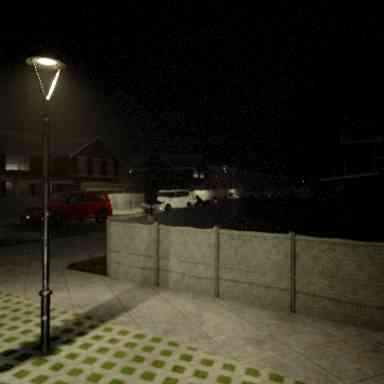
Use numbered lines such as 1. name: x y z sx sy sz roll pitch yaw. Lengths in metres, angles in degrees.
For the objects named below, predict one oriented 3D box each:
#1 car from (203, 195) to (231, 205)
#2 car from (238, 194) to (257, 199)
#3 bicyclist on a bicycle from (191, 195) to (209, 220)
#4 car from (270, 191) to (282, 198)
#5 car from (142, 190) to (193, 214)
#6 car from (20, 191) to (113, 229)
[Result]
1. car: 2.779 1.060 37.367 1.895 1.301 4.718 1 1 27
2. car: 6.717 0.953 38.646 1.837 1.490 4.892 1 1 26
3. bicyclist on a bicycle: 0.471 1.017 21.326 1.656 1.620 0.582 0 1 31
4. car: 14.736 0.603 58.605 2.128 1.511 4.902 1 1 19
5. car: -1.983 0.813 28.763 2.150 2.045 5.566 1 1 30
6. car: -7.261 0.943 19.951 2.150 2.045 5.566 1 1 31
